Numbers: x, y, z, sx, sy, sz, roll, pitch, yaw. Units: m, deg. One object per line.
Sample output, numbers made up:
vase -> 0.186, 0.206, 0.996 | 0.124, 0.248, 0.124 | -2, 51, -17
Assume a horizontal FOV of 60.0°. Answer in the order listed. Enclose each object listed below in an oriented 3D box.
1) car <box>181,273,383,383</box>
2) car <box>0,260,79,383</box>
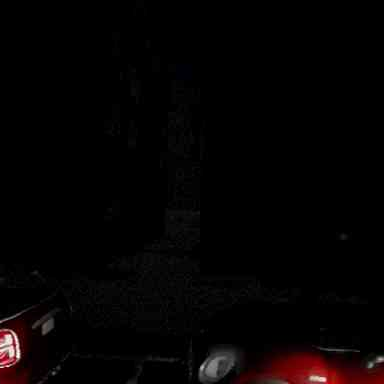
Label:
car -> 1.913, 1.656, 3.644 | 4.097, 1.590, 1.967 | 1, -2, 3
car -> -3.601, 1.524, 3.937 | 4.097, 1.590, 1.967 | 1, -2, 3
